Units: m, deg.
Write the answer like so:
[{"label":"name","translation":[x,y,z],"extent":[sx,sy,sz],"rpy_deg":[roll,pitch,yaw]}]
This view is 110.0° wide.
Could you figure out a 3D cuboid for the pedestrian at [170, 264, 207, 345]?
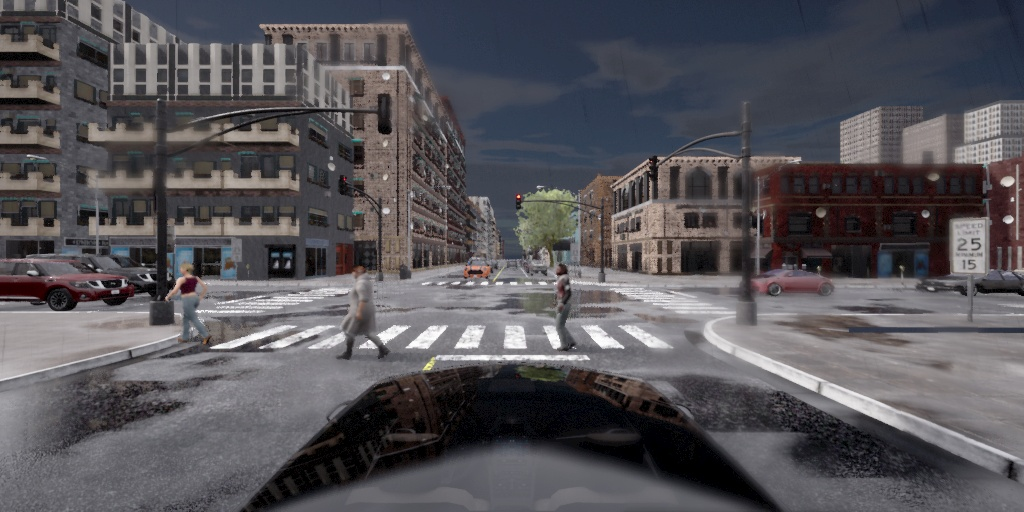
[{"label":"pedestrian","translation":[-7.295,1.044,8.098],"extent":[0.375,1.860,0.375],"rpy_deg":[0,0,0]}]

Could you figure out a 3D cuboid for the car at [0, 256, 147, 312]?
[{"label":"car","translation":[-17.276,1.013,13.321],"extent":[5.009,1.841,2.192],"rpy_deg":[0,0,0]}]

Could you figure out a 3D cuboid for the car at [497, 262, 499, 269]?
[{"label":"car","translation":[-3.086,1.315,55.204],"extent":[1.837,1.490,4.892],"rpy_deg":[0,0,0]}]

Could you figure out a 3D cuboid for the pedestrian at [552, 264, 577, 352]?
[{"label":"pedestrian","translation":[1.080,1.044,7.495],"extent":[0.375,1.860,0.375],"rpy_deg":[0,0,0]}]

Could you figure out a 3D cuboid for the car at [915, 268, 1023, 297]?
[{"label":"car","translation":[25.381,1.418,19.407],"extent":[5.357,1.411,2.033],"rpy_deg":[0,0,0]}]

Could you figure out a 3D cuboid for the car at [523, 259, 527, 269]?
[{"label":"car","translation":[2.694,1.228,42.735],"extent":[1.967,1.591,4.097],"rpy_deg":[0,0,0]}]

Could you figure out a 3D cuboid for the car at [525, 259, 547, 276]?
[{"label":"car","translation":[2.693,1.330,37.038],"extent":[2.007,1.370,4.403],"rpy_deg":[0,0,0]}]

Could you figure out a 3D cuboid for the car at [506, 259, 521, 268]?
[{"label":"car","translation":[0.005,1.319,63.395],"extent":[2.128,1.511,4.902],"rpy_deg":[0,0,0]}]

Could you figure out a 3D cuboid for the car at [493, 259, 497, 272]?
[{"label":"car","translation":[-3.092,1.293,42.880],"extent":[1.837,1.490,4.892],"rpy_deg":[0,0,0]}]

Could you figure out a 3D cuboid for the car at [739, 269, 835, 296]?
[{"label":"car","translation":[14.720,1.387,19.335],"extent":[4.181,1.385,1.994],"rpy_deg":[0,0,0]}]

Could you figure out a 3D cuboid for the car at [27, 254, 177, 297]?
[{"label":"car","translation":[-18.309,0.917,15.901],"extent":[5.566,2.045,2.150],"rpy_deg":[0,0,0]}]

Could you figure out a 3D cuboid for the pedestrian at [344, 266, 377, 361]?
[{"label":"pedestrian","translation":[-2.911,1.044,6.895],"extent":[0.375,1.860,0.375],"rpy_deg":[0,0,0]}]

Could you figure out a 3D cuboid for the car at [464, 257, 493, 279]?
[{"label":"car","translation":[-3.092,1.124,32.487],"extent":[2.097,1.767,4.553],"rpy_deg":[0,0,0]}]
